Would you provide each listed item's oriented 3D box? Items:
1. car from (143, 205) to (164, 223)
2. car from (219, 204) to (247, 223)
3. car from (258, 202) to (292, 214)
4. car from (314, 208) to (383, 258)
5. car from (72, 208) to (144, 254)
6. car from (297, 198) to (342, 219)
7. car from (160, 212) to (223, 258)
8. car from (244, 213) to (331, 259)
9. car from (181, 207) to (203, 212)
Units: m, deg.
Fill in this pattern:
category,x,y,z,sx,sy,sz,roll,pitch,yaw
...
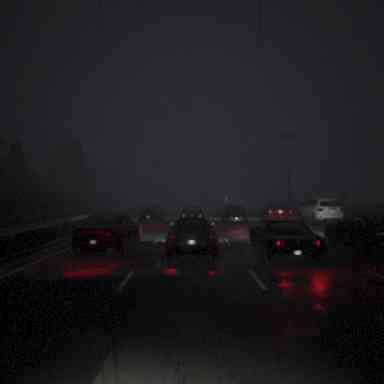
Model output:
category,x,y,z,sx,sy,sz,roll,pitch,yaw
car,-3.483,1.841,28.873,1.812,1.442,4.674,0,0,0
car,3.513,1.819,28.484,1.837,1.490,4.892,0,0,0
car,7.013,1.662,28.407,2.097,1.767,4.553,0,-1,0
car,7.016,1.641,13.483,2.128,1.511,4.902,0,0,0
car,-3.477,1.634,14.220,1.882,1.535,5.008,0,0,0
car,10.503,1.527,27.555,2.150,2.045,5.566,0,0,0
car,0.013,1.713,13.469,1.994,1.385,4.181,0,-1,1
car,3.513,1.747,13.233,1.895,1.301,4.718,0,-1,0
car,0.010,1.910,28.231,1.895,1.301,4.718,0,-1,0
